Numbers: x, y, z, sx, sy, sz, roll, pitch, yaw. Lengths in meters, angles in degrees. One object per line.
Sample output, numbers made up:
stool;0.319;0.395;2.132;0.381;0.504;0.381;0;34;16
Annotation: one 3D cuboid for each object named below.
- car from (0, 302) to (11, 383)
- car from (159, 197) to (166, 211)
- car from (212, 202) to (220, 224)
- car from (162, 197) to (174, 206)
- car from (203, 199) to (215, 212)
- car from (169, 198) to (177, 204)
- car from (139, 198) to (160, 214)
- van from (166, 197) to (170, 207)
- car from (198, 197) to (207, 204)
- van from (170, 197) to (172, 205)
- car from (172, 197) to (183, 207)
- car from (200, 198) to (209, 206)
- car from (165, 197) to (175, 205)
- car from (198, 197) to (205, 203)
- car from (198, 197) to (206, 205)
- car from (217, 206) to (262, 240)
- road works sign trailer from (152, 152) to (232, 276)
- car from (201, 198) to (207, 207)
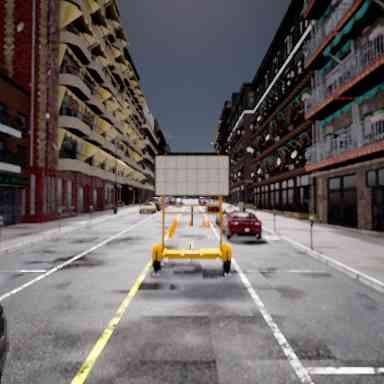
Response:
car;-2.849;1.503;1.555;2.128;1.511;4.902;0;0;0
car;-5.222;1.692;45.671;2.192;1.841;5.009;2;-1;0
car;2.620;1.707;23.643;1.752;1.417;4.829;1;0;0
car;-5.182;1.972;73.321;2.192;1.841;5.009;1;-1;0
car;2.644;1.871;40.062;1.887;1.381;4.507;1;-1;0
car;-5.163;2.407;89.910;1.947;1.339;4.313;1;-1;0
car;-5.236;1.851;39.967;1.752;1.417;4.829;2;-1;0
van;-5.206;1.824;56.729;1.690;1.788;3.998;2;-1;0
car;2.681;2.093;84.310;2.192;1.841;5.009;1;-1;0
van;-5.199;1.880;62.260;1.690;1.788;3.998;1;-1;0
car;-2.656;2.042;63.376;2.128;1.511;4.902;0;-1;0
car;2.703;2.096;73.247;1.967;1.590;4.097;1;-1;0
car;-5.173;2.032;78.850;2.192;1.841;5.009;1;-1;0
car;2.694;2.347;95.371;1.967;1.590;4.097;1;-1;0
car;2.677;2.083;62.185;1.887;1.381;4.507;1;-1;0
car;2.611;1.680;17.941;1.887;1.381;4.507;1;0;0
road works sign trailer;0.005;0.543;10.640;2.380;3.560;2.880;0;0;0
car;2.652;1.928;45.594;2.008;1.369;4.403;1;-1;0
